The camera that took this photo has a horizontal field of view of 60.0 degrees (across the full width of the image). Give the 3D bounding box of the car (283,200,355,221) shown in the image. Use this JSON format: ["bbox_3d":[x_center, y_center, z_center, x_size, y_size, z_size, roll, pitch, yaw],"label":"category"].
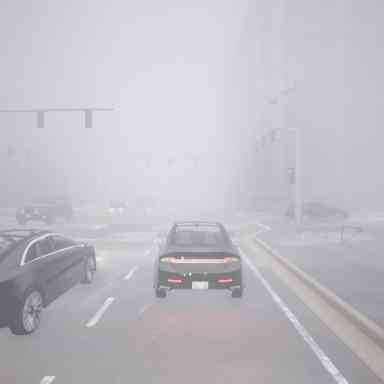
[{"bbox_3d":[9.574,1.452,25.773,4.892,1.490,1.837,0,1,1],"label":"car"}]

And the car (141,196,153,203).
[{"bbox_3d":[-9.988,1.606,73.694,1.895,1.301,4.718,0,0,0],"label":"car"}]

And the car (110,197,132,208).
[{"bbox_3d":[-10.271,1.571,47.150,1.994,1.385,4.181,0,0,0],"label":"car"}]

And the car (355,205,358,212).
[{"bbox_3d":[13.440,1.497,32.973,5.357,1.411,2.033,0,0,0],"label":"car"}]

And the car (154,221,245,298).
[{"bbox_3d":[0.135,1.493,8.505,2.128,1.511,4.902,0,0,0],"label":"car"}]

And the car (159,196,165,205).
[{"bbox_3d":[-6.644,1.501,60.965,2.128,1.511,4.902,0,0,1],"label":"car"}]

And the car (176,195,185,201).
[{"bbox_3d":[-2.906,1.536,85.482,2.033,1.411,5.357,0,0,0],"label":"car"}]

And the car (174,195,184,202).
[{"bbox_3d":[-2.974,1.508,75.779,1.837,1.490,4.892,0,0,0],"label":"car"}]

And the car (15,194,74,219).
[{"bbox_3d":[-10.437,1.196,24.093,2.150,2.045,5.566,0,0,1],"label":"car"}]

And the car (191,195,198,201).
[{"bbox_3d":[0.594,1.474,85.457,1.882,1.535,5.008,0,0,0],"label":"car"}]

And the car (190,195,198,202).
[{"bbox_3d":[0.531,1.604,76.412,1.895,1.301,4.718,0,0,0],"label":"car"}]

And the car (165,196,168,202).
[{"bbox_3d":[-6.483,1.551,74.414,2.033,1.411,5.357,0,0,0],"label":"car"}]

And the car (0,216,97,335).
[{"bbox_3d":[-3.399,1.493,6.685,2.128,1.511,4.902,0,0,1],"label":"car"}]

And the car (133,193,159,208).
[{"bbox_3d":[-6.744,1.229,49.470,2.150,2.045,5.566,0,0,2],"label":"car"}]
